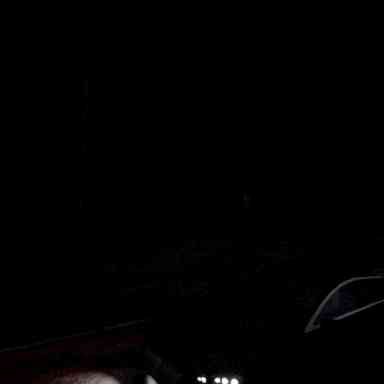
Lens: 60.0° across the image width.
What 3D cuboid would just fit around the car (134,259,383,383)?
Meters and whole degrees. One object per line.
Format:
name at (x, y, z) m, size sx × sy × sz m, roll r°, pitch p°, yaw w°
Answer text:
car at (1.601, 1.821, 4.818) m, size 4.902 × 1.511 × 2.128 m, roll 3°, pitch -2°, yaw -36°
